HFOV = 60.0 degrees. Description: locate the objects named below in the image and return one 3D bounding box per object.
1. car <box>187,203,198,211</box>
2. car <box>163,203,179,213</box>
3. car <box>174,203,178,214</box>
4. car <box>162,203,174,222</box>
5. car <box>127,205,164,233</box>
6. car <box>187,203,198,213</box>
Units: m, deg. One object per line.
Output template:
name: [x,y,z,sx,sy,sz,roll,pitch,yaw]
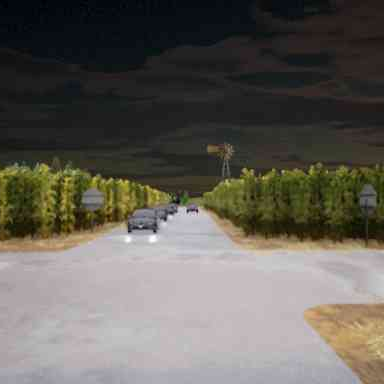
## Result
car: [0.074,2.938,65.338,2.033,1.411,5.357,0,-1,0]
car: [-3.183,2.499,51.886,2.128,1.511,4.902,0,-2,1]
car: [-3.211,2.216,41.658,1.994,1.385,4.181,0,-2,0]
car: [-3.210,1.980,31.869,2.128,1.511,4.902,0,0,0]
car: [-3.136,1.863,22.211,1.837,1.490,4.892,0,-2,-2]
car: [0.079,2.555,51.906,2.033,1.411,5.357,0,-2,0]
